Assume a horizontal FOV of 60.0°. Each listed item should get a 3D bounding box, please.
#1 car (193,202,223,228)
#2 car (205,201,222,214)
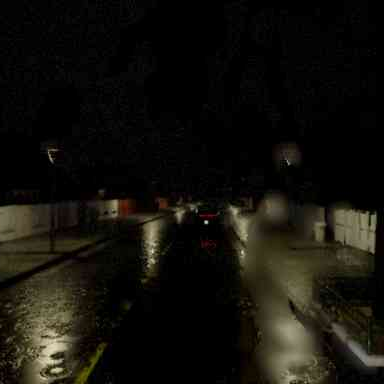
[{"bbox_3d":[1.095,1.686,23.662,1.837,1.490,4.892,0,0,4],"label":"car"},{"bbox_3d":[2.697,1.896,41.455,1.994,1.385,4.181,0,-1,5],"label":"car"}]
